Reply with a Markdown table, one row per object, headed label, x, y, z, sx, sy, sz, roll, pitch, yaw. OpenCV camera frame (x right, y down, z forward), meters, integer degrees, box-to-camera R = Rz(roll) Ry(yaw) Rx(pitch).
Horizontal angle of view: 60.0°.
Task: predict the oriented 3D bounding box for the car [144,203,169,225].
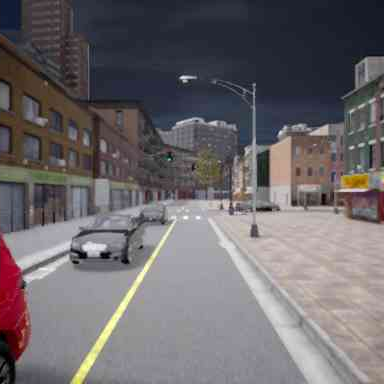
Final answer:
| label | x | y | z | sx | sy | sz | roll | pitch | yaw |
| --- | --- | --- | --- | --- | --- | --- | --- | --- | --- |
| car | -2.785 | 1.620 | 24.848 | 1.837 | 1.490 | 4.892 | 0 | -1 | 1 |

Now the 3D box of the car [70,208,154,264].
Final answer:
| label | x | y | z | sx | sy | sz | roll | pitch | yaw |
| --- | --- | --- | --- | --- | --- | --- | --- | --- | --- |
| car | -2.840 | 1.546 | 12.094 | 2.128 | 1.511 | 4.902 | 0 | 0 | 0 |

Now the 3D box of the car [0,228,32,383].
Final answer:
| label | x | y | z | sx | sy | sz | roll | pitch | yaw |
| --- | --- | --- | --- | --- | --- | --- | --- | --- | --- |
| car | -2.850 | 1.230 | 1.450 | 2.150 | 2.045 | 5.566 | 0 | 0 | 0 |

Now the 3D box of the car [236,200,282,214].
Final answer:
| label | x | y | z | sx | sy | sz | roll | pitch | yaw |
| --- | --- | --- | --- | --- | --- | --- | --- | --- | --- |
| car | 7.218 | 1.618 | 36.060 | 4.902 | 1.511 | 2.128 | 0 | -1 | -6 |
